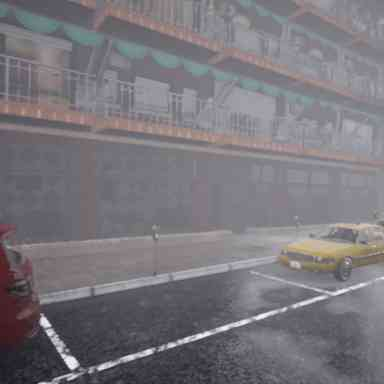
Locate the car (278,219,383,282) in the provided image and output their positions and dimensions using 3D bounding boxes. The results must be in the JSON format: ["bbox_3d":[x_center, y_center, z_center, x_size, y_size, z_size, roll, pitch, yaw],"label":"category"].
[{"bbox_3d":[4.583,1.523,9.811,4.829,1.417,1.752,0,1,-35],"label":"car"}]

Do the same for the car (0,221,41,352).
[{"bbox_3d":[-4.298,1.316,3.471,5.009,1.841,2.192,0,1,-35],"label":"car"}]
